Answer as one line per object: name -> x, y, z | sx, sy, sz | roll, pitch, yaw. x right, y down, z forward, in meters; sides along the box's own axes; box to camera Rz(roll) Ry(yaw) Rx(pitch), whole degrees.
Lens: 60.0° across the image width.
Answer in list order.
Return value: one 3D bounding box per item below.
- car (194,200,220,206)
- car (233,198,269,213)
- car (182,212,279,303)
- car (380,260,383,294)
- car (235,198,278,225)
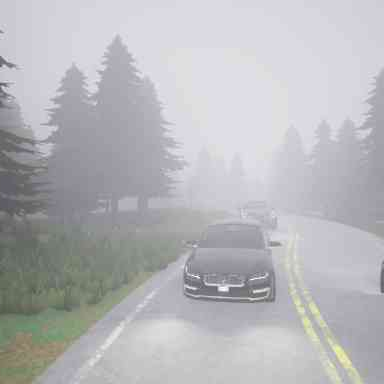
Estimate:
car -> 1.912, 1.799, 44.858 | 1.812, 1.442, 4.674 | 3, -5, -35
car -> 6.197, 1.410, 35.733 | 1.837, 1.490, 4.892 | 2, -1, -16
car -> 1.090, 1.496, 8.410 | 1.837, 1.490, 4.892 | -1, 0, 12
car -> 4.493, 1.308, 4.640 | 2.097, 1.767, 4.553 | -1, 0, 8
car -> 3.873, 1.270, 20.363 | 2.097, 1.767, 4.553 | -1, 0, 5
